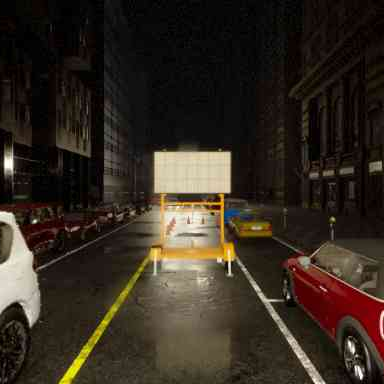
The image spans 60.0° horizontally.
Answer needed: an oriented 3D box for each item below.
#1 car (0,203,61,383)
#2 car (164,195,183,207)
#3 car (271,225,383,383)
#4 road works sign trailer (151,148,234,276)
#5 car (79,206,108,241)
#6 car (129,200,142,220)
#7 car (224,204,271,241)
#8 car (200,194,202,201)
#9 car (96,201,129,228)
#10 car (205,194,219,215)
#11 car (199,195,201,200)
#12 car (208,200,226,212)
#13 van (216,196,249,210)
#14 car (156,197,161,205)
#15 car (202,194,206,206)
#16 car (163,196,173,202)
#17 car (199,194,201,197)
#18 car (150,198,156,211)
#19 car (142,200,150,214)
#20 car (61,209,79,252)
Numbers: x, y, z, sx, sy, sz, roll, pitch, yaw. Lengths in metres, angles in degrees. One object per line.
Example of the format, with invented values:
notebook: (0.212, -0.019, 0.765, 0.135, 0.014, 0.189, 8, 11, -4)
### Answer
car: (-3.098, 1.221, 2.234, 2.150, 2.045, 5.566, 0, 0, 0)
car: (-2.911, 1.578, 52.728, 1.994, 1.385, 4.181, 0, 0, 0)
car: (2.766, 1.440, 5.256, 1.967, 1.590, 4.097, 0, 0, 0)
road works sign trailer: (0.015, 0.464, 10.305, 2.380, 3.560, 2.880, 0, 0, 0)
car: (-5.739, 1.581, 16.461, 1.802, 1.307, 4.206, 0, 0, 0)
car: (-5.720, 1.552, 27.665, 2.008, 1.369, 4.403, 0, 0, 0)
car: (2.786, 1.525, 16.631, 1.752, 1.417, 4.829, 0, 0, 0)
car: (2.853, 1.456, 55.672, 1.967, 1.590, 4.097, 0, 0, 0)
car: (-5.730, 1.440, 22.063, 1.967, 1.590, 4.097, 0, 0, 0)
car: (2.814, 1.318, 33.265, 2.192, 1.841, 5.009, 0, 0, 0)
car: (2.863, 1.585, 61.274, 1.947, 1.339, 4.313, 0, 0, 0)
car: (2.825, 1.588, 38.867, 1.802, 1.307, 4.206, 0, 0, 0)
van: (2.795, 1.341, 22.062, 1.690, 1.788, 3.998, 0, 0, 0)
car: (-5.672, 1.560, 55.676, 1.887, 1.381, 4.507, 0, 0, 0)
car: (2.833, 1.324, 44.469, 2.192, 1.841, 5.009, 0, 0, 0)
car: (-5.633, 1.576, 78.084, 1.887, 1.381, 4.507, 0, 0, 0)
car: (2.873, 1.464, 66.875, 1.967, 1.590, 4.097, 0, 0, 0)
car: (-5.700, 1.571, 38.869, 1.947, 1.339, 4.313, 0, 0, 0)
car: (-5.710, 1.569, 33.267, 1.947, 1.339, 4.313, 0, 0, 0)
car: (-5.749, 1.314, 10.859, 2.192, 1.841, 5.009, 0, 0, 0)
